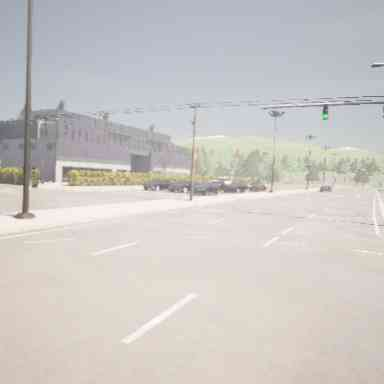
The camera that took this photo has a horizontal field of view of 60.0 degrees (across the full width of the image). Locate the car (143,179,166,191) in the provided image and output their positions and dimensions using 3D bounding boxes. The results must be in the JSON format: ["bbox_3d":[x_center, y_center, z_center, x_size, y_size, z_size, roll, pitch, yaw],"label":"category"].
[{"bbox_3d":[-4.151,-0.898,41.699,1.837,1.490,4.892,4,3,29],"label":"car"}]

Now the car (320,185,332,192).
[{"bbox_3d":[27.189,-0.678,67.599,2.033,1.411,5.357,4,3,28],"label":"car"}]

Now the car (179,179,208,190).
[{"bbox_3d":[0.277,-1.111,49.683,2.128,1.511,4.902,4,3,29],"label":"car"}]

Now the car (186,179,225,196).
[{"bbox_3d":[1.633,-0.389,37.767,1.812,1.442,4.674,4,3,29],"label":"car"}]

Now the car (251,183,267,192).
[{"bbox_3d":[10.911,-0.771,54.542,1.994,1.385,4.181,4,3,29],"label":"car"}]

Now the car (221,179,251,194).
[{"bbox_3d":[6.057,-0.634,45.698,1.882,1.535,5.008,4,3,29],"label":"car"}]

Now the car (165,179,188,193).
[{"bbox_3d":[-0.846,-0.673,40.475,1.837,1.490,4.892,4,3,29],"label":"car"}]

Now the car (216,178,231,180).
[{"bbox_3d":[3.712,-0.877,48.684,1.837,1.490,4.892,4,3,29],"label":"car"}]

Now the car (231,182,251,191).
[{"bbox_3d":[8.452,-1.036,57.317,1.994,1.385,4.181,4,3,29],"label":"car"}]
